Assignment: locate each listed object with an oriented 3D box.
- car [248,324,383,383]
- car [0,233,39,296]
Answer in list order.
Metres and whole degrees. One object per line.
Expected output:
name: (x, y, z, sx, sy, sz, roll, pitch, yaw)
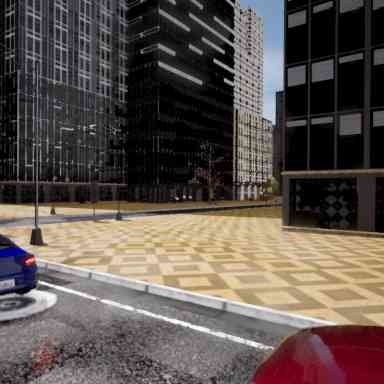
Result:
car: (2.351, 1.564, 2.000, 4.181, 1.385, 1.994, 0, 0, 35)
car: (-5.252, 1.522, 7.427, 4.674, 1.442, 1.812, 0, 0, 36)
